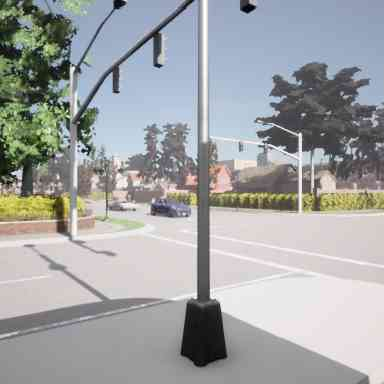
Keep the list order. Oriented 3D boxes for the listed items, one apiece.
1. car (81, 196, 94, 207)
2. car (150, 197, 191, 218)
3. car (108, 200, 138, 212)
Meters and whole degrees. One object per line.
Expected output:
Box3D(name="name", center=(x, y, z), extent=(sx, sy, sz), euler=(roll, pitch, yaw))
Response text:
Box3D(name="car", center=(-16.690, 1.354, 51.150), extent=(2.097, 1.767, 4.553), euler=(0, 0, -36))
Box3D(name="car", center=(-2.005, 1.352, 30.831), extent=(2.097, 1.767, 4.553), euler=(0, 0, -36))
Box3D(name="car", center=(-8.178, 1.601, 39.368), extent=(1.895, 1.301, 4.718), euler=(0, 0, -36))
